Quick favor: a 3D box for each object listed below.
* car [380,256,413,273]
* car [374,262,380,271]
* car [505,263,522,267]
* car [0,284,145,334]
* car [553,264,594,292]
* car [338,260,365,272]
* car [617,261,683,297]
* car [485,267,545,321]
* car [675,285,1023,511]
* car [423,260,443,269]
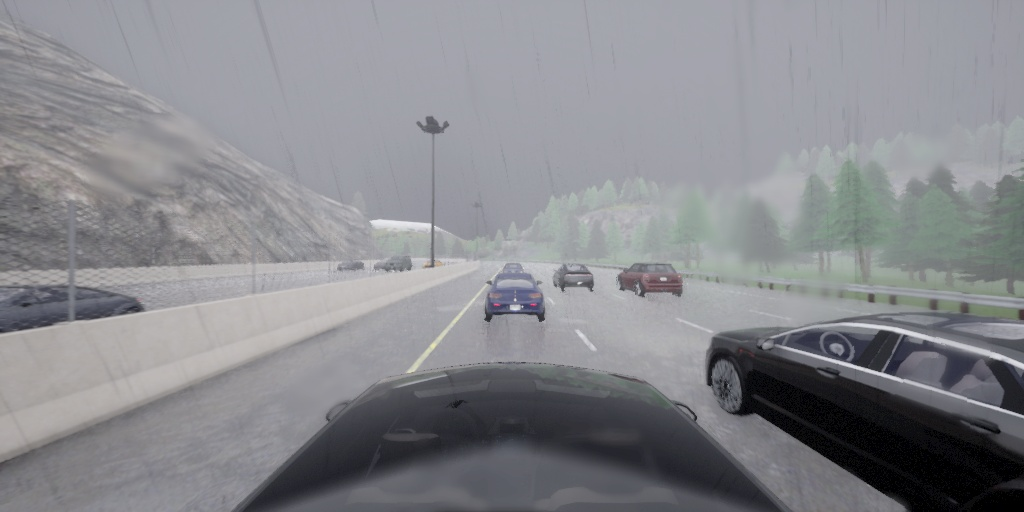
[{"bbox_3d":[-14.098,0.972,44.929,2.150,2.045,5.566,0,0,0],"label":"car"},{"bbox_3d":[-17.612,1.275,50.023,1.812,1.442,4.674,0,0,0],"label":"car"},{"bbox_3d":[0.095,1.298,30.580,2.033,1.411,5.357,0,0,0],"label":"car"},{"bbox_3d":[-10.601,1.313,7.633,1.994,1.385,4.181,0,0,0],"label":"car"},{"bbox_3d":[3.595,1.242,21.497,2.128,1.511,4.902,0,0,0],"label":"car"},{"bbox_3d":[-21.091,1.243,47.267,2.128,1.511,4.902,0,0,0],"label":"car"},{"bbox_3d":[7.095,1.103,18.908,2.097,1.767,4.553,0,0,0],"label":"car"},{"bbox_3d":[0.084,1.276,12.348,1.812,1.442,4.674,0,0,0],"label":"car"},{"bbox_3d":[3.599,1.242,3.050,2.128,1.511,4.902,0,0,0],"label":"car"},{"bbox_3d":[-10.618,1.228,48.467,1.882,1.535,5.008,0,0,0],"label":"car"}]
